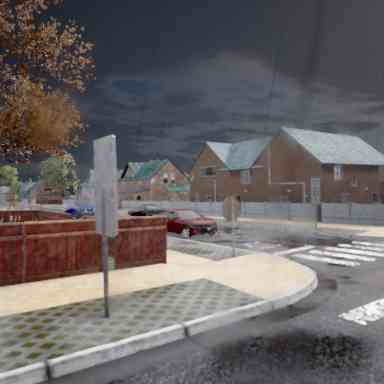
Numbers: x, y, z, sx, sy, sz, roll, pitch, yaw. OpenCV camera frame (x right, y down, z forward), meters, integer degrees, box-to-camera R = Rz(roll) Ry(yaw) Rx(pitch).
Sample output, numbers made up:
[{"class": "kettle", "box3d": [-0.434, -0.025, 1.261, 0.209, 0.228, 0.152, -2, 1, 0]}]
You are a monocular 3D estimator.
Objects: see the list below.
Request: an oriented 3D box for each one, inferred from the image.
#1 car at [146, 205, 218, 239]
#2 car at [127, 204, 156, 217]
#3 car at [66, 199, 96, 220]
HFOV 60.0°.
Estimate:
[{"class": "car", "box3d": [-0.533, 1.775, 19.961, 1.882, 1.535, 5.008, -2, 0, -36]}, {"class": "car", "box3d": [-4.141, 1.860, 30.006, 1.882, 1.535, 5.008, -2, 0, -36]}, {"class": "car", "box3d": [-11.709, 1.839, 35.448, 2.150, 2.045, 5.566, -2, 0, -36]}]
